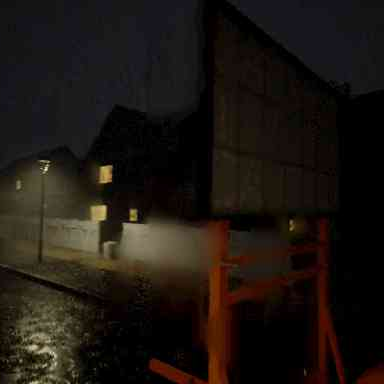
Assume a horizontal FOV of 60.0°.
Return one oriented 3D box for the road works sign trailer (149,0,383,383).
[{"bbox_3d":[0.646,0.619,2.879,2.880,3.560,2.380,-1,-3,41],"label":"road works sign trailer"}]
